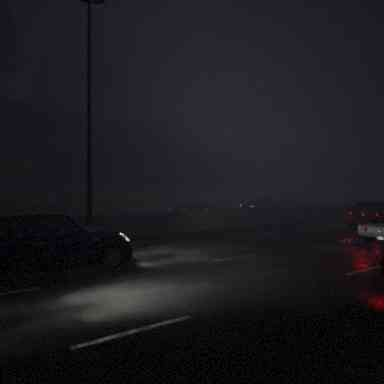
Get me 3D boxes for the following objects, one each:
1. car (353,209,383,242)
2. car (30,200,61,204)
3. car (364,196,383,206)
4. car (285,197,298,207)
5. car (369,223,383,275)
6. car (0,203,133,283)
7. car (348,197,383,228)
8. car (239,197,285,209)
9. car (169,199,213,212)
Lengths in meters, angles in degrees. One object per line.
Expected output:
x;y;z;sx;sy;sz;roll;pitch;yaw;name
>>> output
9.468;1.587;14.801;4.718;1.301;1.895;0;0;-36;car
-13.148;1.499;29.008;4.892;1.490;1.837;0;0;-35;car
31.743;1.497;56.621;5.357;1.411;2.033;0;0;-35;car
13.053;1.445;47.688;5.008;1.535;1.882;0;0;-35;car
6.664;1.555;8.500;4.181;1.385;1.994;0;0;-35;car
-3.995;1.350;9.495;4.553;1.767;2.097;0;0;-36;car
11.750;1.334;20.726;4.553;1.767;2.097;0;0;-36;car
7.095;1.330;34.841;4.553;1.767;2.097;0;0;-35;car
-0.066;1.474;34.036;4.902;1.511;2.128;0;0;-35;car
